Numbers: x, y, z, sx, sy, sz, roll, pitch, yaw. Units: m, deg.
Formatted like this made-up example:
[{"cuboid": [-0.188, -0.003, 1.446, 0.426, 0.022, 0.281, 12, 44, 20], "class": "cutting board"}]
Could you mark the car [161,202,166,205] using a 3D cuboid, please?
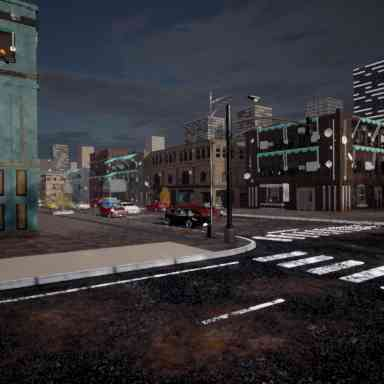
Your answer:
[{"cuboid": [-1.543, 1.904, 40.084, 1.802, 1.307, 4.206, -2, 0, -36], "class": "car"}]

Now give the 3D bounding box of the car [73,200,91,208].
[{"cuboid": [-20.586, 2.230, 62.268, 1.994, 1.385, 4.181, -1, 0, -36], "class": "car"}]

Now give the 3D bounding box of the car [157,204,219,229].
[{"cuboid": [-0.384, 1.814, 23.849, 1.947, 1.339, 4.313, -2, 0, -36], "class": "car"}]

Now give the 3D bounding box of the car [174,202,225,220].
[{"cuboid": [0.272, 1.729, 27.602, 1.882, 1.535, 5.008, -1, -1, -36], "class": "car"}]

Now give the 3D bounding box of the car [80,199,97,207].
[{"cuboid": [-20.864, 2.227, 67.095, 1.887, 1.381, 4.507, -1, 0, -36], "class": "car"}]

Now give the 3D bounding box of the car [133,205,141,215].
[{"cuboid": [-7.691, 1.934, 38.750, 1.812, 1.442, 4.674, -1, 0, -36], "class": "car"}]

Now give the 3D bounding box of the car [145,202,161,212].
[{"cuboid": [-4.762, 1.966, 44.585, 1.802, 1.307, 4.206, -2, 0, -36], "class": "car"}]

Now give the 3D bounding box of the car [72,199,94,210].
[{"cuboid": [-17.794, 2.221, 53.038, 1.895, 1.301, 4.718, -1, 0, -36], "class": "car"}]

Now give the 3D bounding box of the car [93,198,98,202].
[{"cuboid": [-17.650, 1.939, 62.593, 2.192, 1.841, 5.009, -1, 0, -36], "class": "car"}]

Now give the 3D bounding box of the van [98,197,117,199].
[{"cuboid": [-14.429, 1.906, 58.091, 1.690, 1.788, 3.998, -1, 0, -36], "class": "van"}]

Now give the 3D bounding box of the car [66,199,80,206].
[{"cuboid": [-27.305, 2.363, 76.100, 1.947, 1.339, 4.313, -1, 0, -36], "class": "car"}]

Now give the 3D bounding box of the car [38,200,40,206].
[{"cuboid": [-30.900, 2.375, 66.721, 2.008, 1.369, 4.403, -1, 0, -36], "class": "car"}]

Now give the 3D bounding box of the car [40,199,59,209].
[{"cuboid": [-24.361, 2.232, 57.578, 1.752, 1.417, 4.829, -1, 0, -36], "class": "car"}]

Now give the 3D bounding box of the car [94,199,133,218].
[{"cuboid": [-8.361, 1.846, 35.206, 1.967, 1.590, 4.097, -1, 0, -36], "class": "car"}]

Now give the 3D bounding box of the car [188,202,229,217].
[{"cuboid": [1.677, 1.809, 35.581, 2.008, 1.369, 4.403, -2, 0, -36], "class": "car"}]
